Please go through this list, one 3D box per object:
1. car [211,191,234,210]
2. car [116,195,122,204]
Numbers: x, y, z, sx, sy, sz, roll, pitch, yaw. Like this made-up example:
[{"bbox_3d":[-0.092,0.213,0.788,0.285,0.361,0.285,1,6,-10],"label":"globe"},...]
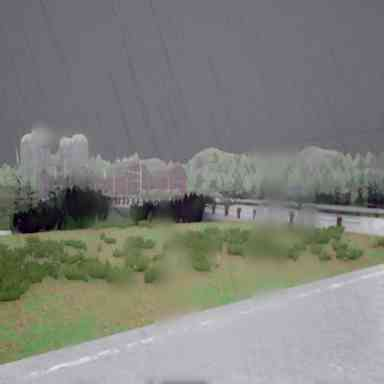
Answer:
[{"bbox_3d":[1.924,0.685,31.322,2.097,1.767,4.553,0,2,-33],"label":"car"},{"bbox_3d":[-11.380,1.099,51.201,2.033,1.411,5.357,0,-3,-35],"label":"car"}]
